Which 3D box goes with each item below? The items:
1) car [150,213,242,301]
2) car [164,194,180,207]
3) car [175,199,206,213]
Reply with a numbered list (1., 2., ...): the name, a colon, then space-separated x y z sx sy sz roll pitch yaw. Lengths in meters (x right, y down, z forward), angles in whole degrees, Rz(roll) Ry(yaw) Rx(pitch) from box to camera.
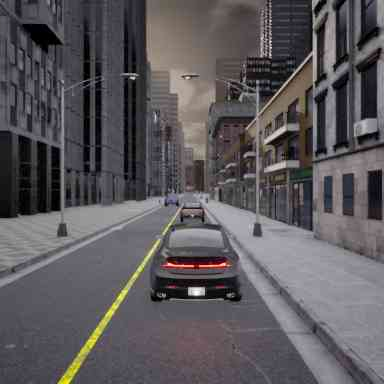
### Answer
1. car: 0.085 1.507 8.292 1.837 1.490 4.892 0 0 0
2. car: -3.126 1.271 52.159 2.150 2.045 5.566 0 -1 0
3. car: 0.047 1.509 26.311 2.128 1.511 4.902 0 0 0
